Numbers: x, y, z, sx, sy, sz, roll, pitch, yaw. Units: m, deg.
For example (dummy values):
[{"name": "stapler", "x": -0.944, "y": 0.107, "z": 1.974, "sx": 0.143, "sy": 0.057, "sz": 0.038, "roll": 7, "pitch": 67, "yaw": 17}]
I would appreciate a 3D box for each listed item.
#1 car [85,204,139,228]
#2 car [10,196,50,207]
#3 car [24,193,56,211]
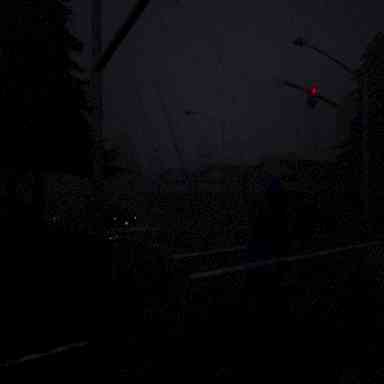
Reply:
[{"name": "car", "x": -5.504, "y": 1.482, "z": 22.171, "sx": 2.033, "sy": 1.411, "sz": 5.357, "roll": -1, "pitch": 0, "yaw": -36}, {"name": "car", "x": -22.931, "y": 1.306, "z": 47.124, "sx": 4.902, "sy": 1.511, "sz": 2.128, "roll": 0, "pitch": 0, "yaw": 17}, {"name": "car", "x": -17.806, "y": 1.140, "z": 39.316, "sx": 2.150, "sy": 2.045, "sz": 5.566, "roll": -1, "pitch": 0, "yaw": -36}]
